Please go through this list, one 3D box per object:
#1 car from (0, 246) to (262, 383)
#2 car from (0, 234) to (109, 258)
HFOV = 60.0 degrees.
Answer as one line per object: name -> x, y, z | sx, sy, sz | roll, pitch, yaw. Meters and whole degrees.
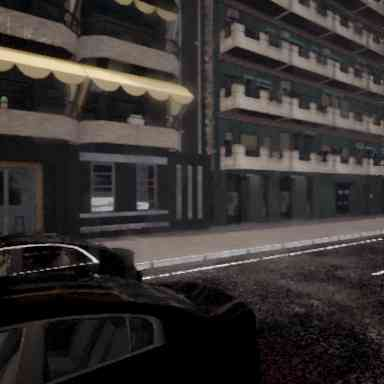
car -> -1.658, 1.477, 2.504 | 5.008, 1.535, 1.882 | 0, 0, -36
car -> -3.213, 1.505, 5.387 | 4.892, 1.490, 1.837 | 0, 0, -36
